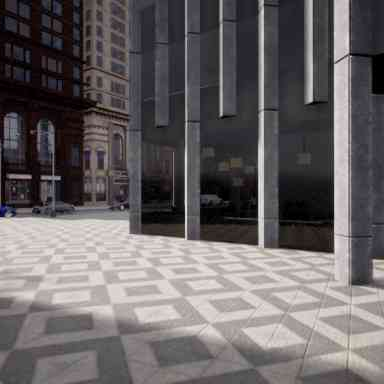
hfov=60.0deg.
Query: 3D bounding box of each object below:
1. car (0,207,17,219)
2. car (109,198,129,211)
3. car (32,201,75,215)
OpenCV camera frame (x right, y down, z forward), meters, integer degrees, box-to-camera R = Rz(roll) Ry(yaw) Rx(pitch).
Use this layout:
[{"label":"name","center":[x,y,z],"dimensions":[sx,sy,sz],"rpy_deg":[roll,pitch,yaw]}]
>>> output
[{"label":"car","center":[-16.742,1.514,26.633],"dimensions":[1.882,1.535,5.008],"rpy_deg":[0,0,36]},{"label":"car","center":[-8.632,1.601,43.496],"dimensions":[1.837,1.490,4.892],"rpy_deg":[0,0,36]},{"label":"car","center":[-14.589,1.631,35.167],"dimensions":[1.994,1.385,4.181],"rpy_deg":[0,0,36]}]
